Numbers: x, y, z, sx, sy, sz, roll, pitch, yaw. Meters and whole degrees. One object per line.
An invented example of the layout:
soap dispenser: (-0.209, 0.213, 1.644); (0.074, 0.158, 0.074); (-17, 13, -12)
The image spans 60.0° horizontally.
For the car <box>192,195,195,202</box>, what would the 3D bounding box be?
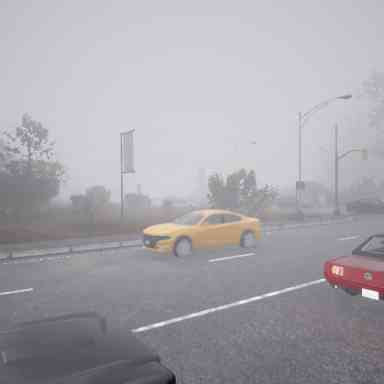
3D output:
car: (0.046, 1.275, 65.737); (2.033, 1.411, 5.357); (-1, 0, -38)

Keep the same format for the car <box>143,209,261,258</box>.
car: (0.504, 1.450, 12.920); (5.008, 1.535, 1.882); (0, 0, -35)

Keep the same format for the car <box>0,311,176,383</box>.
car: (-2.376, 1.601, 2.041); (4.718, 1.301, 1.895); (0, 0, -36)

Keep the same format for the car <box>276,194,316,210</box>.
car: (12.216, 1.125, 39.131); (2.097, 1.767, 4.553); (-1, 0, -39)

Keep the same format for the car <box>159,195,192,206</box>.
car: (-2.646, 1.288, 52.037); (1.882, 1.535, 5.008); (-1, 0, -39)

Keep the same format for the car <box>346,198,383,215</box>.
car: (16.039, 1.274, 28.802); (1.882, 1.535, 5.008); (-1, 0, -39)

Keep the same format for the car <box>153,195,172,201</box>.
car: (-6.684, 1.328, 74.005); (1.895, 1.301, 4.718); (-1, 0, -38)

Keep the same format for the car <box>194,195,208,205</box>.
car: (2.991, 1.380, 50.603); (1.895, 1.301, 4.718); (-1, 0, -39)

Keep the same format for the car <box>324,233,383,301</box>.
car: (5.072, 1.570, 7.378); (4.718, 1.301, 1.895); (0, 0, -36)

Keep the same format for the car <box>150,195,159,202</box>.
car: (-8.574, 1.271, 65.136); (1.882, 1.535, 5.008); (-1, 0, -39)
